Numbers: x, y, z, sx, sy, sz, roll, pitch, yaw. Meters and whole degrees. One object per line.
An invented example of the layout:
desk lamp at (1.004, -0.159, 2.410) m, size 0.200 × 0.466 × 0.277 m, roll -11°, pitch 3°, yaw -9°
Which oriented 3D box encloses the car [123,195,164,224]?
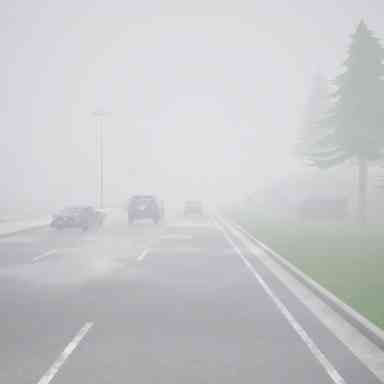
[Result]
car at (-3.400, 1.223, 25.215) m, size 2.150 × 2.045 × 5.566 m, roll 0°, pitch 0°, yaw 0°

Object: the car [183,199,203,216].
car at (0.095, 1.547, 32.909) m, size 2.033 × 1.411 × 5.357 m, roll 0°, pitch 0°, yaw 0°

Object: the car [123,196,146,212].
car at (-6.897, 1.352, 40.327) m, size 2.097 × 1.767 × 4.553 m, roll 0°, pitch 0°, yaw 0°

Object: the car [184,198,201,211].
car at (0.118, 1.547, 43.175) m, size 2.033 × 1.411 × 5.357 m, roll 0°, pitch 0°, yaw 1°

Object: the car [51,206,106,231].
car at (-6.899, 1.547, 20.663) m, size 2.033 × 1.411 × 5.357 m, roll 0°, pitch 0°, yaw 0°
